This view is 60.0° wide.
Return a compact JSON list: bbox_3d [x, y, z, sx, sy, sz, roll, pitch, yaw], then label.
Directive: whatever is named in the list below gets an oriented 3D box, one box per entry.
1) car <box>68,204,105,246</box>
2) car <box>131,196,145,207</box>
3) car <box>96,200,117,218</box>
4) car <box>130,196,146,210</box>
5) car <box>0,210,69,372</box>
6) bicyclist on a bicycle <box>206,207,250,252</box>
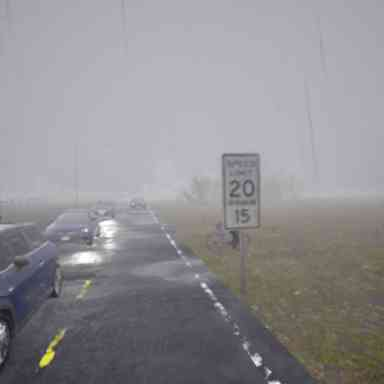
[{"bbox_3d":[-5.270,1.532,15.179,1.812,1.442,4.674,-1,0,-9],"label":"car"},{"bbox_3d":[-8.389,1.393,51.313,2.033,1.411,5.357,-1,0,-10],"label":"car"},{"bbox_3d":[-7.608,1.454,29.114,2.128,1.511,4.902,-1,0,-9],"label":"car"},{"bbox_3d":[-6.731,1.464,41.513,1.895,1.301,4.718,-1,0,-10],"label":"car"},{"bbox_3d":[-3.639,1.391,5.384,2.097,1.767,4.553,-1,0,-9],"label":"car"},{"bbox_3d":[1.306,1.342,12.073,1.656,1.620,0.582,-1,0,-10],"label":"bicyclist on a bicycle"}]
